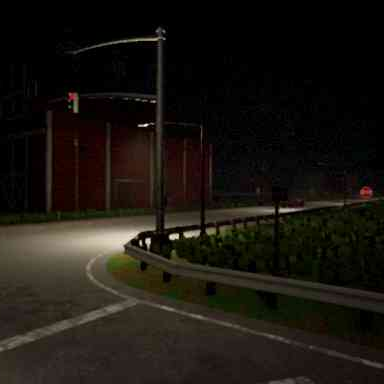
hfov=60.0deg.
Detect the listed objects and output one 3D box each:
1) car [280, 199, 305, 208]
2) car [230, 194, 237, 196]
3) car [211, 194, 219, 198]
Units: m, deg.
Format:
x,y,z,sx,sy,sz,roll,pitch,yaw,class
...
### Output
x,y,z,sx,sy,sz,roll,pitch,yaw,class
13.542,1.543,44.672,1.895,1.301,4.718,0,0,37,car
11.447,1.305,90.100,1.784,1.438,3.905,0,0,36,car
4.876,1.297,78.976,1.816,1.474,4.193,0,0,36,car
